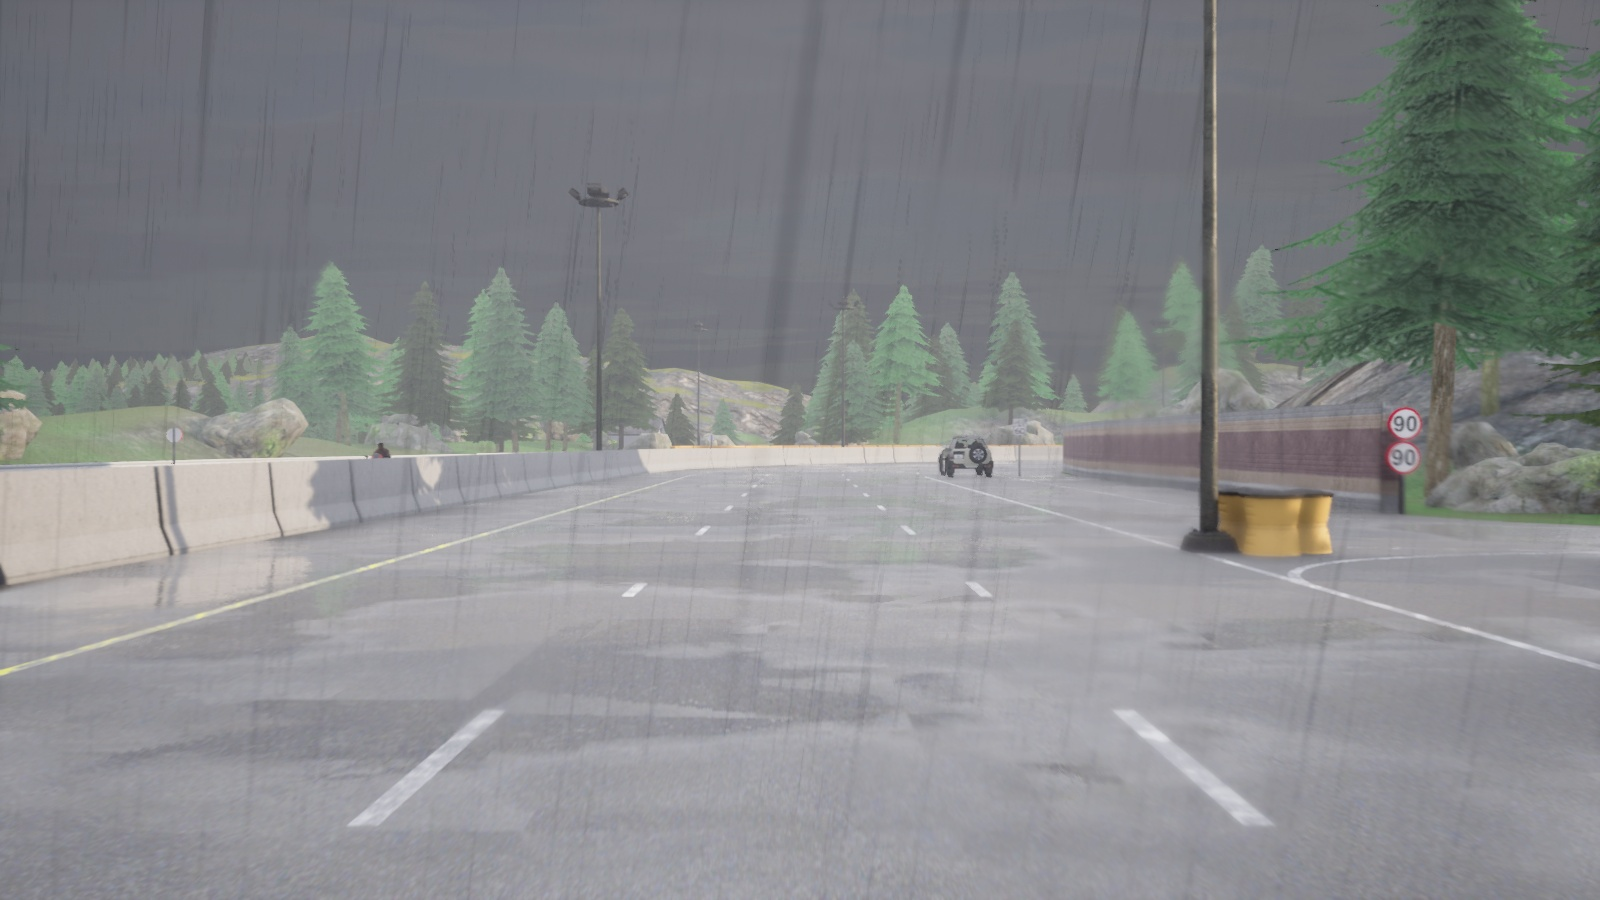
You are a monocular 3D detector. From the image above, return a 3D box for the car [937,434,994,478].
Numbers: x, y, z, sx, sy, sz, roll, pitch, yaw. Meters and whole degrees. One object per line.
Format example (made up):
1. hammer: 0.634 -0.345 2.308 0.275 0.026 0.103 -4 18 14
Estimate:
1. car: 7.218 0.258 55.071 1.932 1.855 4.605 0 0 0
